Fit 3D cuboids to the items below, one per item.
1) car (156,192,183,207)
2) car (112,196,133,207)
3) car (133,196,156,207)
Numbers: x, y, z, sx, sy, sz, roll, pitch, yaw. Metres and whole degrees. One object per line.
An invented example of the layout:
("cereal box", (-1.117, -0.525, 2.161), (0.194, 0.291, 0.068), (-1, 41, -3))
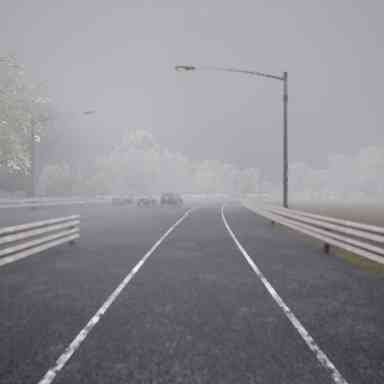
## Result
("car", (-2.906, 1.073, 48.240), (2.150, 2.045, 5.566), (0, 0, 12))
("car", (-9.991, 1.343, 48.520), (2.128, 1.511, 4.902), (0, 0, 12))
("car", (-6.444, 1.358, 48.361), (1.837, 1.490, 4.892), (0, 0, 12))
